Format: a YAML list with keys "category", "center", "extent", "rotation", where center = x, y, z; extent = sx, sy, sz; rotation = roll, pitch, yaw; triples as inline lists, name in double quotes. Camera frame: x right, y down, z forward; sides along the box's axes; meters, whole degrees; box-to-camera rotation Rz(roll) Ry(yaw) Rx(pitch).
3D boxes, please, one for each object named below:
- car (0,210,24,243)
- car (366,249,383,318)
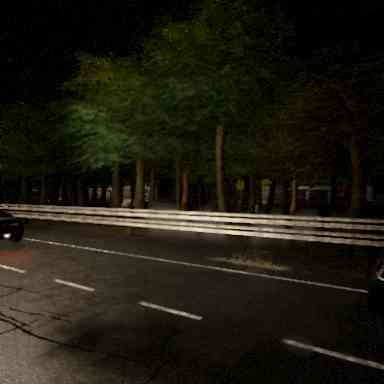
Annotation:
- category: "car"
  center: [-9.442, 1.523, 14.914]
  extent: [4.892, 1.490, 1.837]
  rotation: [0, 0, 36]
- category: "car"
  center: [5.422, 1.222, 4.301]
  extent: [5.566, 2.045, 2.150]
  rotation: [0, 0, 35]
